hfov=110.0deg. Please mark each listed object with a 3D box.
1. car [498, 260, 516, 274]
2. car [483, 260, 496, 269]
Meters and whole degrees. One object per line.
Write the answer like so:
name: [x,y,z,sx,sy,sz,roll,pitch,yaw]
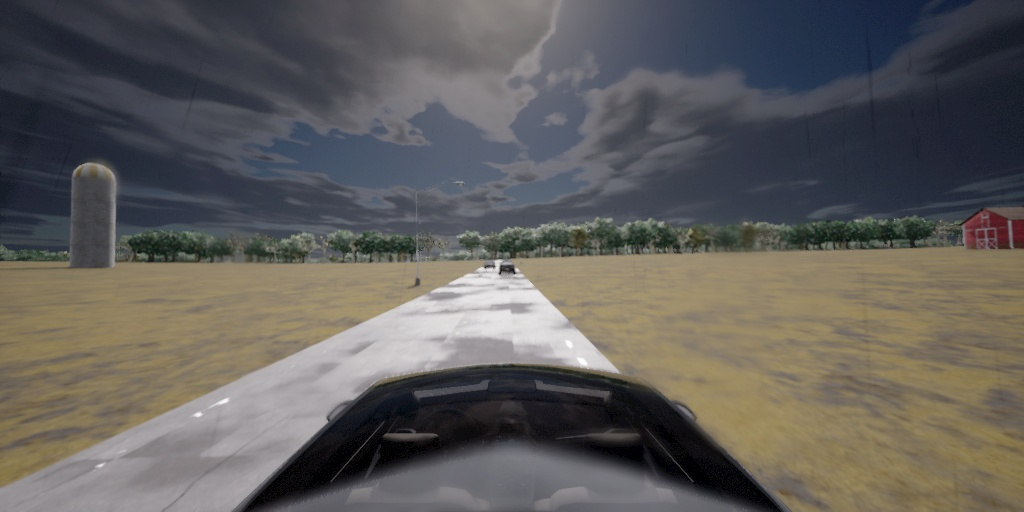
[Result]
car: [-0.577,1.350,42.958,1.882,1.535,5.008,-1,0,-1]
car: [-3.765,1.427,60.837,1.837,1.490,4.892,-1,0,0]
